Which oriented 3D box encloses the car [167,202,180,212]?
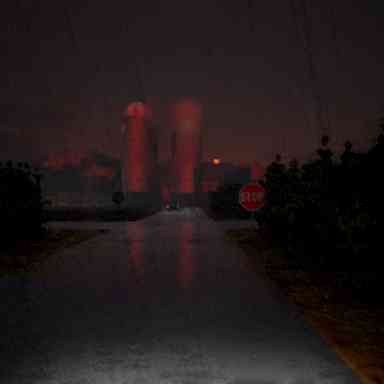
[{"bbox_3d":[-3.090,2.400,55.886,2.097,1.767,4.553,0,-2,0],"label":"car"}]
